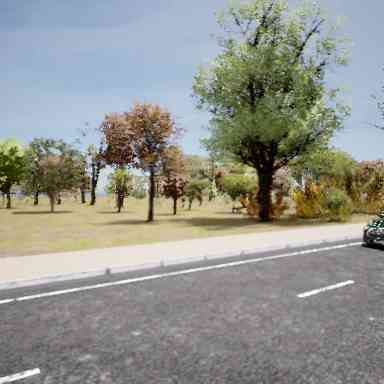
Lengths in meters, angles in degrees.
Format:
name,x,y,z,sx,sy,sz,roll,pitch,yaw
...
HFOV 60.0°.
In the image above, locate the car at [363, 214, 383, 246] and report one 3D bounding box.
name,x,y,z,sx,sy,sz,roll,pitch,yaw
car,9.227,1.359,14.009,4.553,1.767,2.097,0,0,-34
